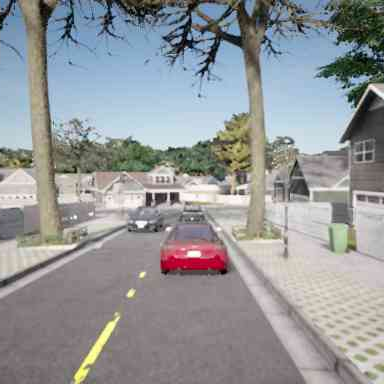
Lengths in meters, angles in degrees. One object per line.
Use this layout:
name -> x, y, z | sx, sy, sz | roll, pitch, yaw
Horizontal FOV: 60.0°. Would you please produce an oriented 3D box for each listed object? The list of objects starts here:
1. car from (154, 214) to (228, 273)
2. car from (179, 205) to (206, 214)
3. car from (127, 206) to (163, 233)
car -> 0.062, 1.658, 10.987 | 1.994, 1.385, 4.181 | 0, 0, 0
car -> 0.032, 1.734, 26.009 | 2.128, 1.511, 4.902 | 0, -1, 0
car -> -2.884, 1.687, 21.261 | 2.128, 1.511, 4.902 | 0, -1, 0
